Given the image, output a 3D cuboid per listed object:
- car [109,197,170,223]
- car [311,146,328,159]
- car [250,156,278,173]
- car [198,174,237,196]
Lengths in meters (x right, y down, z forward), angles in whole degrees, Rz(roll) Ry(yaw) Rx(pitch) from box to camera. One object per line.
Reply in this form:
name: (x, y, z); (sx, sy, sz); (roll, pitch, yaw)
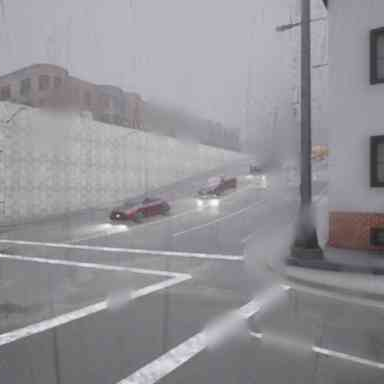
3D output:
car: (-3.282, 1.012, 21.322); (1.994, 1.385, 4.181); (0, 6, 35)
car: (15.944, -5.121, 42.279); (1.882, 1.535, 5.008); (1, 14, 35)
car: (8.115, -3.190, 37.497); (1.837, 1.490, 4.892); (0, 14, 35)
car: (2.310, -0.744, 29.285); (1.812, 1.442, 4.674); (0, 13, 36)
